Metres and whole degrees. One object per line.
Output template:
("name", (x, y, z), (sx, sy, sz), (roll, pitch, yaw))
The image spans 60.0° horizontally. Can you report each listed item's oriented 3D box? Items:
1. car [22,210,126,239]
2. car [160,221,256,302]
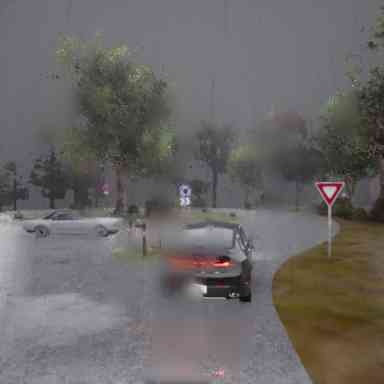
("car", (-5.831, 1.594, 16.812), (4.718, 1.301, 1.895), (0, 0, 3))
("car", (0.584, 1.501, 8.372), (1.837, 1.490, 4.892), (0, 0, 11))
